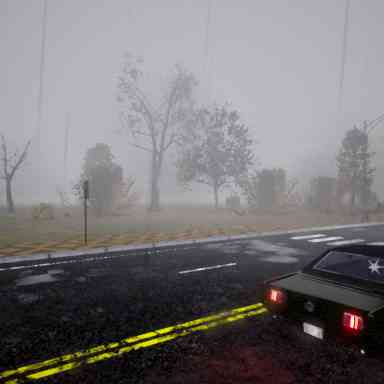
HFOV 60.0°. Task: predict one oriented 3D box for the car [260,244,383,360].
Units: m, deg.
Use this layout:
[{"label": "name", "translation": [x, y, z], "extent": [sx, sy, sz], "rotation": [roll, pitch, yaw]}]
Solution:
[{"label": "car", "translation": [3.480, 1.600, 5.790], "extent": [4.718, 1.301, 1.895], "rotation": [0, 0, -35]}]
